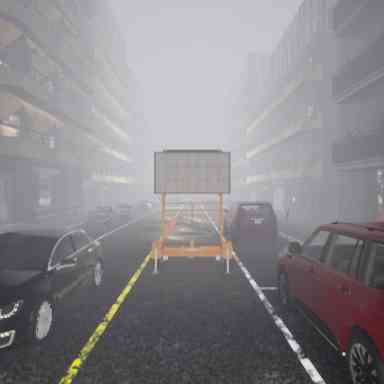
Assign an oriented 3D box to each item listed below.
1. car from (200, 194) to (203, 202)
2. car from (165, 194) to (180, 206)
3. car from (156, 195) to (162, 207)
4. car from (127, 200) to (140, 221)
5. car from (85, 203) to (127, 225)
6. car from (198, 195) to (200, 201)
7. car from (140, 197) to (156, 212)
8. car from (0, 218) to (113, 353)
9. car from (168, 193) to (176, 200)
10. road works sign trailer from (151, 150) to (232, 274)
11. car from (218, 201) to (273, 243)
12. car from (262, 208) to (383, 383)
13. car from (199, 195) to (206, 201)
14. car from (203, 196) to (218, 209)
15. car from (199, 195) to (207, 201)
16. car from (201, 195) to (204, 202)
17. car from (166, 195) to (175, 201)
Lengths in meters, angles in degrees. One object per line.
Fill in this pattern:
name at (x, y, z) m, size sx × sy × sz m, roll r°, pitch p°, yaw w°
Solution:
car at (2.718, 1.439, 55.148) m, size 1.967 × 1.590 × 4.097 m, roll -1°, pitch 0°, yaw 0°
car at (-2.964, 1.493, 53.901) m, size 2.128 × 1.511 × 4.902 m, roll 0°, pitch 0°, yaw 0°
car at (-5.664, 1.550, 49.581) m, size 2.008 × 1.369 × 4.403 m, roll -1°, pitch 0°, yaw 0°
car at (-5.681, 1.581, 27.173) m, size 1.802 × 1.307 × 4.206 m, roll -1°, pitch 0°, yaw 0°
car at (-5.685, 1.581, 21.571) m, size 1.802 × 1.307 × 4.206 m, roll -1°, pitch 0°, yaw 0°
car at (2.736, 1.567, 77.556) m, size 1.947 × 1.339 × 4.313 m, roll -1°, pitch 0°, yaw 0°
car at (-5.672, 1.550, 38.377) m, size 2.008 × 1.369 × 4.403 m, roll -1°, pitch 0°, yaw 0°
car at (-3.096, 1.504, 6.409) m, size 1.837 × 1.490 × 4.892 m, roll 0°, pitch 0°, yaw 0°
car at (-5.635, 1.319, 94.398) m, size 2.192 × 1.841 × 5.009 m, roll -1°, pitch 0°, yaw 0°
road works sign trailer at (0.011, 0.464, 10.581) m, size 2.380 × 3.560 × 2.880 m, roll 0°, pitch 0°, yaw 1°
car at (2.688, 1.314, 15.934) m, size 2.192 × 1.841 × 5.009 m, roll -1°, pitch 0°, yaw 0°
car at (2.680, 1.315, 4.730) m, size 2.192 × 1.841 × 5.009 m, roll -1°, pitch 0°, yaw 0°
car at (2.744, 1.528, 88.931) m, size 1.752 × 1.417 × 4.829 m, roll -1°, pitch 0°, yaw 0°
car at (2.711, 1.524, 44.114) m, size 1.752 × 1.417 × 4.829 m, roll -1°, pitch 0°, yaw 0°
car at (2.740, 1.553, 83.159) m, size 2.008 × 1.369 × 4.403 m, roll -1°, pitch 0°, yaw 0°
car at (2.716, 1.565, 49.546) m, size 1.947 × 1.339 × 4.313 m, roll -1°, pitch 0°, yaw 0°
car at (-5.636, 1.553, 88.795) m, size 2.008 × 1.369 × 4.403 m, roll -1°, pitch 0°, yaw 0°
